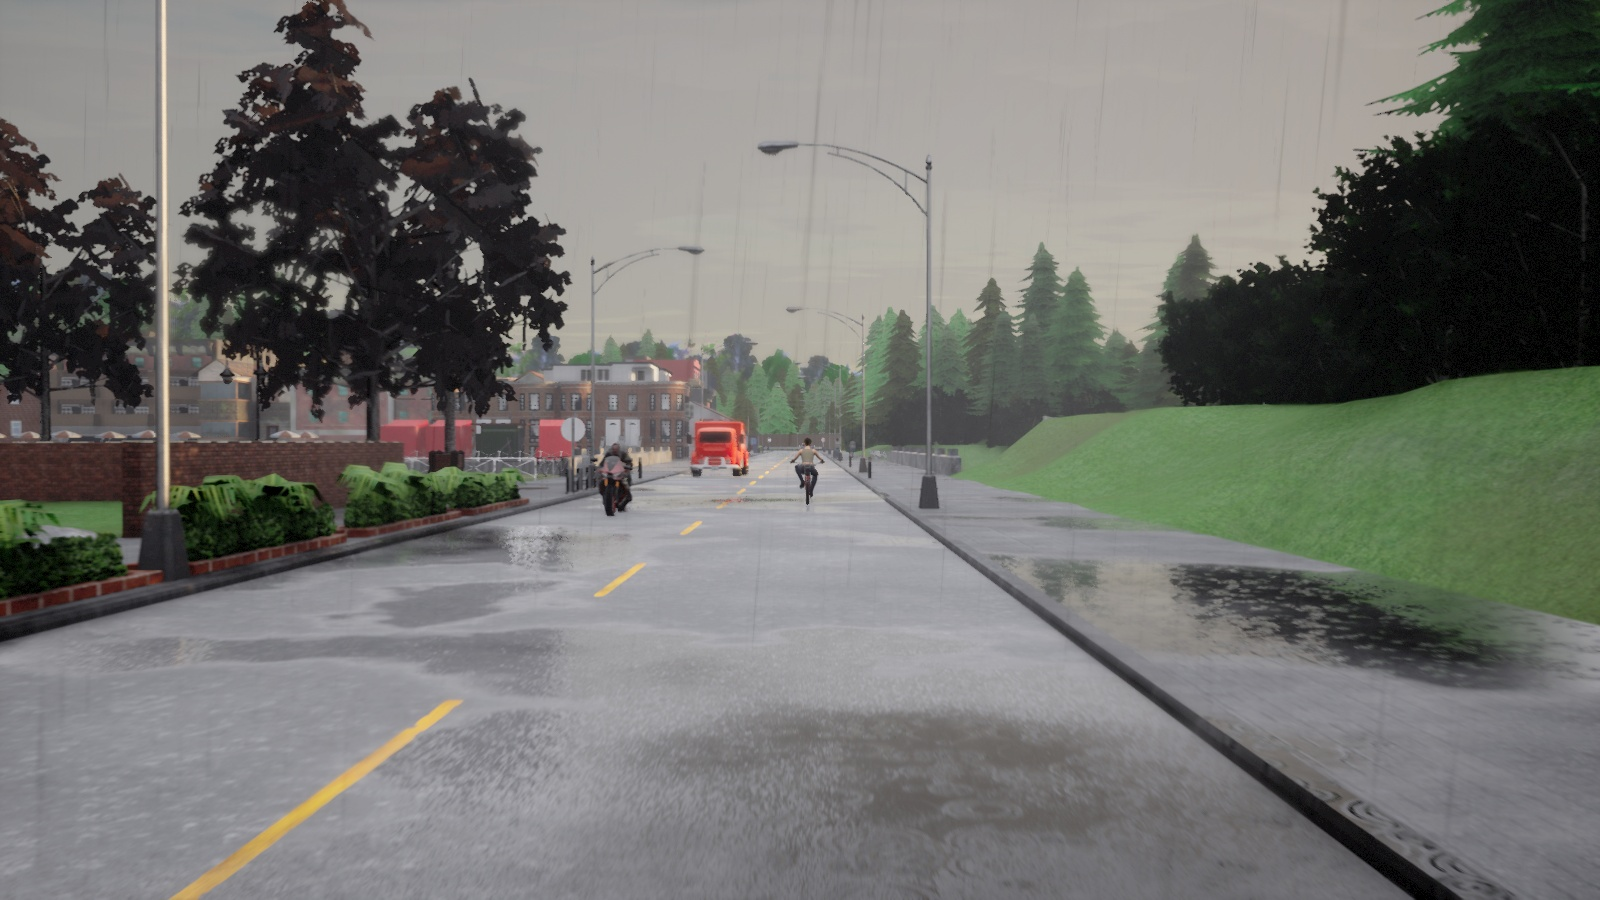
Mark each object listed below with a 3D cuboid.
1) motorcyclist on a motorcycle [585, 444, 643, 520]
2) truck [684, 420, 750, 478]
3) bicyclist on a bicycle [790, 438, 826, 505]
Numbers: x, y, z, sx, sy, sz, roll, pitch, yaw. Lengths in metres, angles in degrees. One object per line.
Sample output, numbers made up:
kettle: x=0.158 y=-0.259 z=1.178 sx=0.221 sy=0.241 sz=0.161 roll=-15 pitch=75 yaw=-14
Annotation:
motorcyclist on a motorcycle: x=-3.840 y=0.631 z=26.091 sx=0.866 sy=1.530 sz=2.191 roll=0 pitch=0 yaw=0
truck: x=-3.671 y=-0.067 z=56.497 sx=2.627 sy=2.467 sz=5.204 roll=0 pitch=1 yaw=0
bicyclist on a bicycle: x=0.186 y=0.510 z=30.800 sx=0.866 sy=1.612 sz=1.509 roll=0 pitch=0 yaw=0
